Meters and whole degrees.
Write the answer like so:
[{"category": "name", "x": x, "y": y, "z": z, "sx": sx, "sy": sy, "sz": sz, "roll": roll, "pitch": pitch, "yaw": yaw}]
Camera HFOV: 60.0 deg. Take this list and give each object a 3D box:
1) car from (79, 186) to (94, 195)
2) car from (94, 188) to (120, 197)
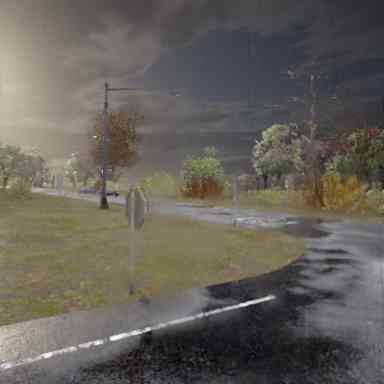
[{"category": "car", "x": -18.635, "y": -0.350, "z": 59.160, "sx": 2.128, "sy": 1.511, "sz": 4.902, "roll": 1, "pitch": 1, "yaw": -36}, {"category": "car", "x": -12.825, "y": 0.080, "z": 51.058, "sx": 1.895, "sy": 1.301, "sz": 4.718, "roll": 1, "pitch": 1, "yaw": -36}]
